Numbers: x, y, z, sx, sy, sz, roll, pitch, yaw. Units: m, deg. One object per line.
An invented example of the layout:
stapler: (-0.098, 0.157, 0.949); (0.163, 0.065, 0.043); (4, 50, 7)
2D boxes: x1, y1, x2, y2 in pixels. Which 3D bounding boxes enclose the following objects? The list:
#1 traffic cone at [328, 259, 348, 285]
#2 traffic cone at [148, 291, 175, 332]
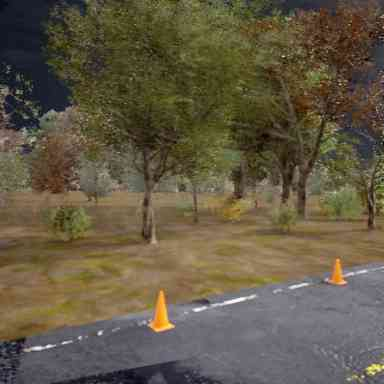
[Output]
traffic cone: (3.684, 1.989, 8.409); (0.340, 0.580, 0.340); (0, 0, -33)
traffic cone: (-0.513, 1.959, 5.580); (0.340, 0.580, 0.340); (0, 0, -35)
